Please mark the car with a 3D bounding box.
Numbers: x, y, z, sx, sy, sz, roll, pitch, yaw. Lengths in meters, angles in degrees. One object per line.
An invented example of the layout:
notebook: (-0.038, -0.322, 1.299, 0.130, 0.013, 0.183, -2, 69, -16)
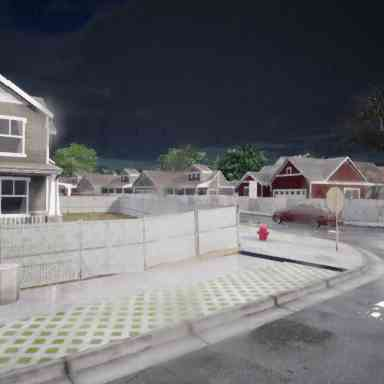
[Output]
car: (7.184, 1.440, 20.935, 1.812, 1.442, 4.674, -1, 1, -32)
